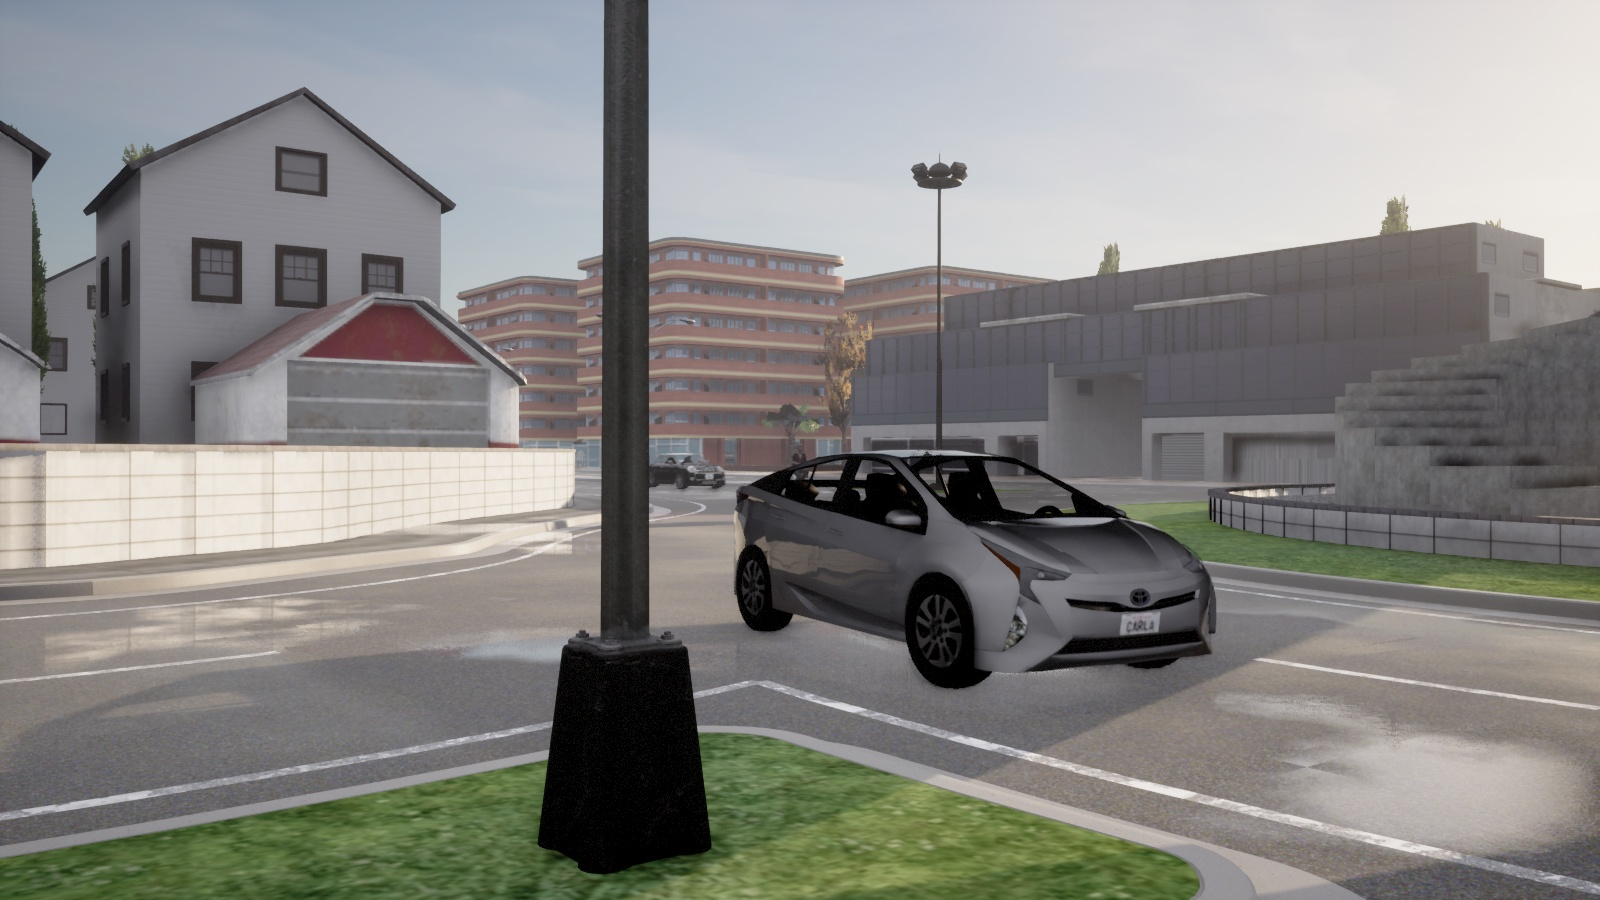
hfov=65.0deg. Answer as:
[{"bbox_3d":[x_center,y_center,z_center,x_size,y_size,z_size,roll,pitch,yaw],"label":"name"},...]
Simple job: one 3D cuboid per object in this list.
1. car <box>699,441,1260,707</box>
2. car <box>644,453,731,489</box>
[{"bbox_3d":[1.037,0.712,9.641,2.007,1.525,4.514,0,0,-28],"label":"car"},{"bbox_3d":[-4.727,0.848,52.392,1.970,1.475,3.806,0,0,-36],"label":"car"}]
